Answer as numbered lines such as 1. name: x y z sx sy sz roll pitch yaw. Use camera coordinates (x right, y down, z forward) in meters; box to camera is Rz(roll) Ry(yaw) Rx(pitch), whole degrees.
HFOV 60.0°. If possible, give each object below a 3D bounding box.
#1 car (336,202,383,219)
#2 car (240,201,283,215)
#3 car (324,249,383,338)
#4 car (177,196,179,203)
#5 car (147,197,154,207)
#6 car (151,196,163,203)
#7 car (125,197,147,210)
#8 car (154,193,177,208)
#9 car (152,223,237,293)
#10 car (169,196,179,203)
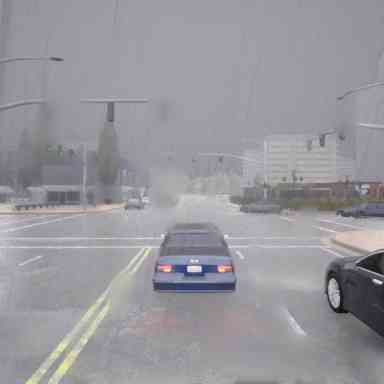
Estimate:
1. car: 15.242 1.548 28.368 5.357 1.411 2.033 0 0 -2
2. car: 6.964 1.564 33.487 4.181 1.385 1.994 0 0 24
3. car: 3.548 1.505 4.746 1.837 1.490 4.892 0 0 0
4. car: -3.749 1.526 58.240 1.812 1.442 4.674 0 0 0
5. car: -7.243 1.526 52.313 1.812 1.442 4.674 0 0 0
6. car: -7.202 1.506 68.687 1.837 1.490 4.892 0 0 0
7. car: -7.221 1.526 42.056 1.812 1.442 4.674 0 0 0
8. car: -3.726 1.221 48.351 2.150 2.045 5.566 0 0 0
9. car: 0.056 1.547 8.993 2.033 1.411 5.357 0 0 0
10. car: -3.701 1.504 69.274 1.837 1.490 4.892 0 0 0
